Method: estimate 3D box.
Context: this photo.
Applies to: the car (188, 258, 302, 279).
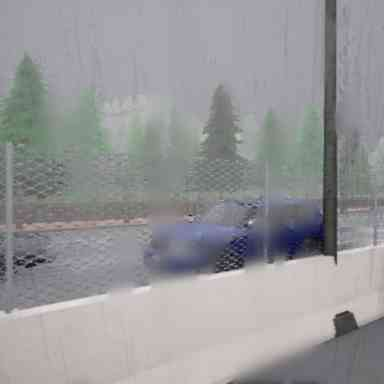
[{"bbox_3d":[1.482,1.209,9.260,5.566,2.045,2.150,0,0,-35],"label":"car"}]
